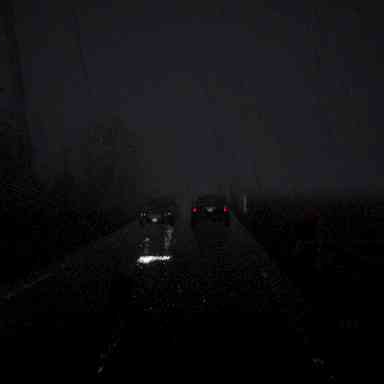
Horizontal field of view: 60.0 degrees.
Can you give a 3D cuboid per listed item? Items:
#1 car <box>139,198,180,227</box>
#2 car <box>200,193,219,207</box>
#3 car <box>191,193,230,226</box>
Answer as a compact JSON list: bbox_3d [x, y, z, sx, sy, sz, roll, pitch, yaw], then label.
[{"bbox_3d":[-1.787,1.100,19.331,2.128,1.511,4.902,-1,1,3],"label":"car"},{"bbox_3d":[1.904,0.786,36.190,1.895,1.301,4.718,-1,1,3],"label":"car"},{"bbox_3d":[1.058,0.918,19.515,2.097,1.767,4.553,-1,1,3],"label":"car"}]
